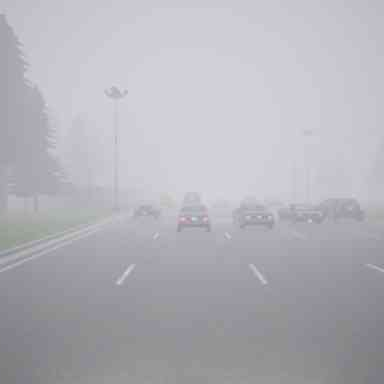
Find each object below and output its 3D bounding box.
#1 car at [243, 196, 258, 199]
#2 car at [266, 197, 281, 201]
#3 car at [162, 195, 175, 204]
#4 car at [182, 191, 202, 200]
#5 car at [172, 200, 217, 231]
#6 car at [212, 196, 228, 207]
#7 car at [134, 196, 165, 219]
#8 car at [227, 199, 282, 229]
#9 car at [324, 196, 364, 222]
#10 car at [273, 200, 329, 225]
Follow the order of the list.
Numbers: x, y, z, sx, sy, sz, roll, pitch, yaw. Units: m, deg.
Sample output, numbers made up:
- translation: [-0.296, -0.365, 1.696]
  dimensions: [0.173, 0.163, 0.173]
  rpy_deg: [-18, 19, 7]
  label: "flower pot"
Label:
- translation: [7.028, 1.219, 40.145]
  dimensions: [2.033, 1.411, 5.357]
  rpy_deg: [0, 0, 1]
  label: "car"
- translation: [10.552, 1.245, 43.486]
  dimensions: [1.895, 1.301, 4.718]
  rpy_deg: [0, 0, 1]
  label: "car"
- translation: [-3.423, 1.099, 46.335]
  dimensions: [1.882, 1.535, 5.008]
  rpy_deg: [0, 1, 0]
  label: "car"
- translation: [0.018, 0.902, 39.480]
  dimensions: [2.150, 2.045, 5.566]
  rpy_deg: [0, 1, 0]
  label: "car"
- translation: [0.101, 1.389, 19.229]
  dimensions: [2.033, 1.411, 5.357]
  rpy_deg: [0, 0, 0]
  label: "car"
- translation: [3.536, 1.187, 41.367]
  dimensions: [1.812, 1.442, 4.674]
  rpy_deg: [0, 1, 1]
  label: "car"
- translation: [-3.397, 1.312, 26.162]
  dimensions: [1.812, 1.442, 4.674]
  rpy_deg: [0, 0, 0]
  label: "car"
- translation: [3.602, 1.381, 20.278]
  dimensions: [2.033, 1.411, 5.357]
  rpy_deg: [0, 0, 0]
  label: "car"
- translation: [10.604, 1.154, 24.417]
  dimensions: [2.097, 1.767, 4.553]
  rpy_deg: [0, 1, 0]
  label: "car"
- translation: [7.103, 1.418, 22.233]
  dimensions: [1.895, 1.301, 4.718]
  rpy_deg: [0, 0, 0]
  label: "car"
